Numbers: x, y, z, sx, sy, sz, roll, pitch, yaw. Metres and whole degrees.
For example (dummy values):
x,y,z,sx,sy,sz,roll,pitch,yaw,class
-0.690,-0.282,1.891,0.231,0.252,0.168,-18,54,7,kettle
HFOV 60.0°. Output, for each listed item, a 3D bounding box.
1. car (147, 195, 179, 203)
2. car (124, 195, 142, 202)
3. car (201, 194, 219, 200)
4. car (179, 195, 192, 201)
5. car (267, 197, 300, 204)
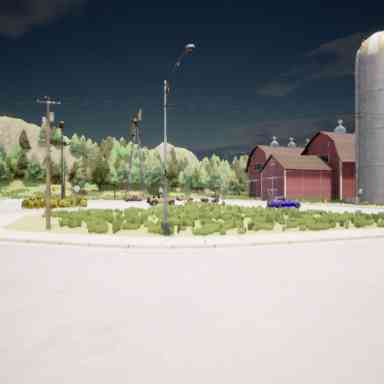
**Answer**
x,y,z,sx,sy,sz,roll,pitch,yaw,class
-4.947,1.281,53.354,4.605,1.855,1.932,0,0,-21,car
-13.216,1.493,74.258,3.905,1.438,1.784,0,0,-21,car
3.744,1.286,67.637,3.866,1.878,1.905,0,0,-21,car
-1.646,1.480,80.008,4.193,1.474,1.816,0,0,-21,car
12.468,1.451,45.057,4.611,1.667,2.242,0,0,-21,car
